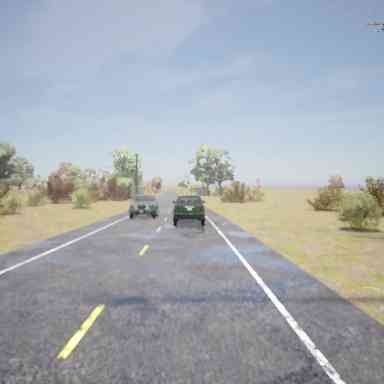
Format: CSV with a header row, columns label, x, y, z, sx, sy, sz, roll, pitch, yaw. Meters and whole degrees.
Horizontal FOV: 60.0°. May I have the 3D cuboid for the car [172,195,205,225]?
label,x,y,z,sx,sy,sz,roll,pitch,yaw
car,-0.235,1.195,23.972,2.150,2.045,5.566,0,0,-1

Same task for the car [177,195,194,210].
label,x,y,z,sx,sy,sz,roll,pitch,yaw
car,-0.855,1.292,41.823,2.097,1.767,4.553,0,0,-2

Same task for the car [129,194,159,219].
label,x,y,z,sx,sy,sz,roll,pitch,yaw
car,-4.070,1.191,28.873,2.150,2.045,5.566,0,0,-2
